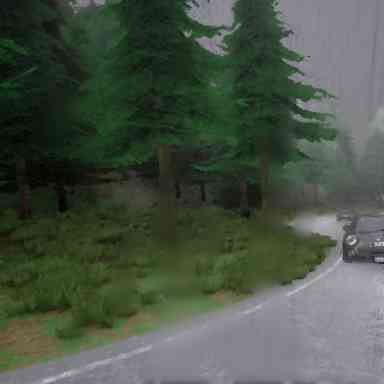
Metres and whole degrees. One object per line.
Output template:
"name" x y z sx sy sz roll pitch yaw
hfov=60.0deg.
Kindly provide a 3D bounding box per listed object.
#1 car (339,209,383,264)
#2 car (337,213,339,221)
"car" 6.952 1.629 12.650 2.097 1.767 4.553 -3 -3 26
"car" 18.014 2.593 38.111 1.994 1.385 4.181 -2 -2 34
